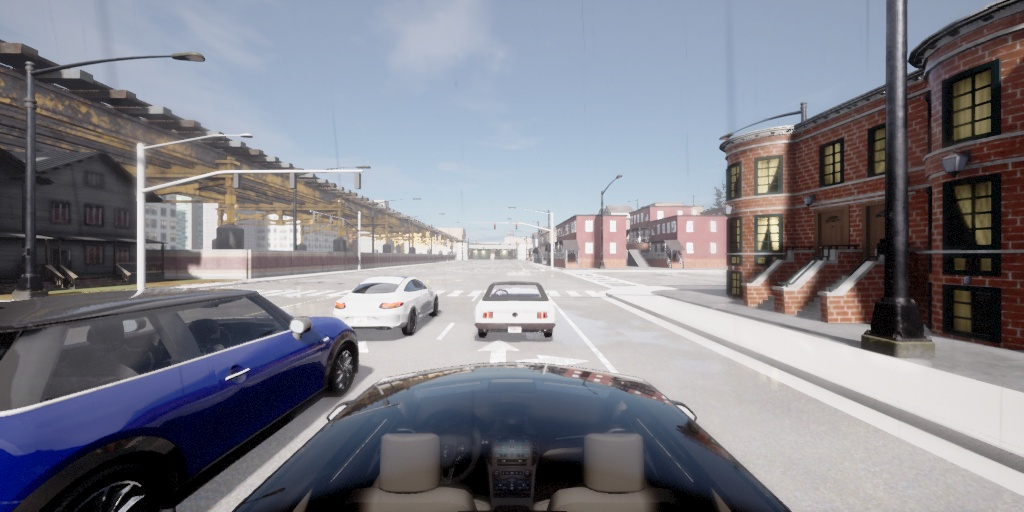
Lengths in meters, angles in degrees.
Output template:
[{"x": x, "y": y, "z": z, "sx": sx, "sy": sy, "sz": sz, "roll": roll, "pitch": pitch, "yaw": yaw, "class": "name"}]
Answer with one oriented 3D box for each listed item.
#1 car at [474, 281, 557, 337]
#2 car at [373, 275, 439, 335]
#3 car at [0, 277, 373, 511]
[{"x": 0.106, "y": 1.351, "z": 10.223, "sx": 1.895, "sy": 1.301, "sz": 4.718, "roll": 0, "pitch": 0, "yaw": 1, "class": "car"}, {"x": -3.396, "y": 1.276, "z": 10.331, "sx": 1.812, "sy": 1.442, "sz": 4.674, "roll": 0, "pitch": 0, "yaw": 0, "class": "car"}, {"x": -3.399, "y": 1.102, "z": 3.688, "sx": 2.097, "sy": 1.767, "sz": 4.553, "roll": 0, "pitch": 0, "yaw": 0, "class": "car"}]
